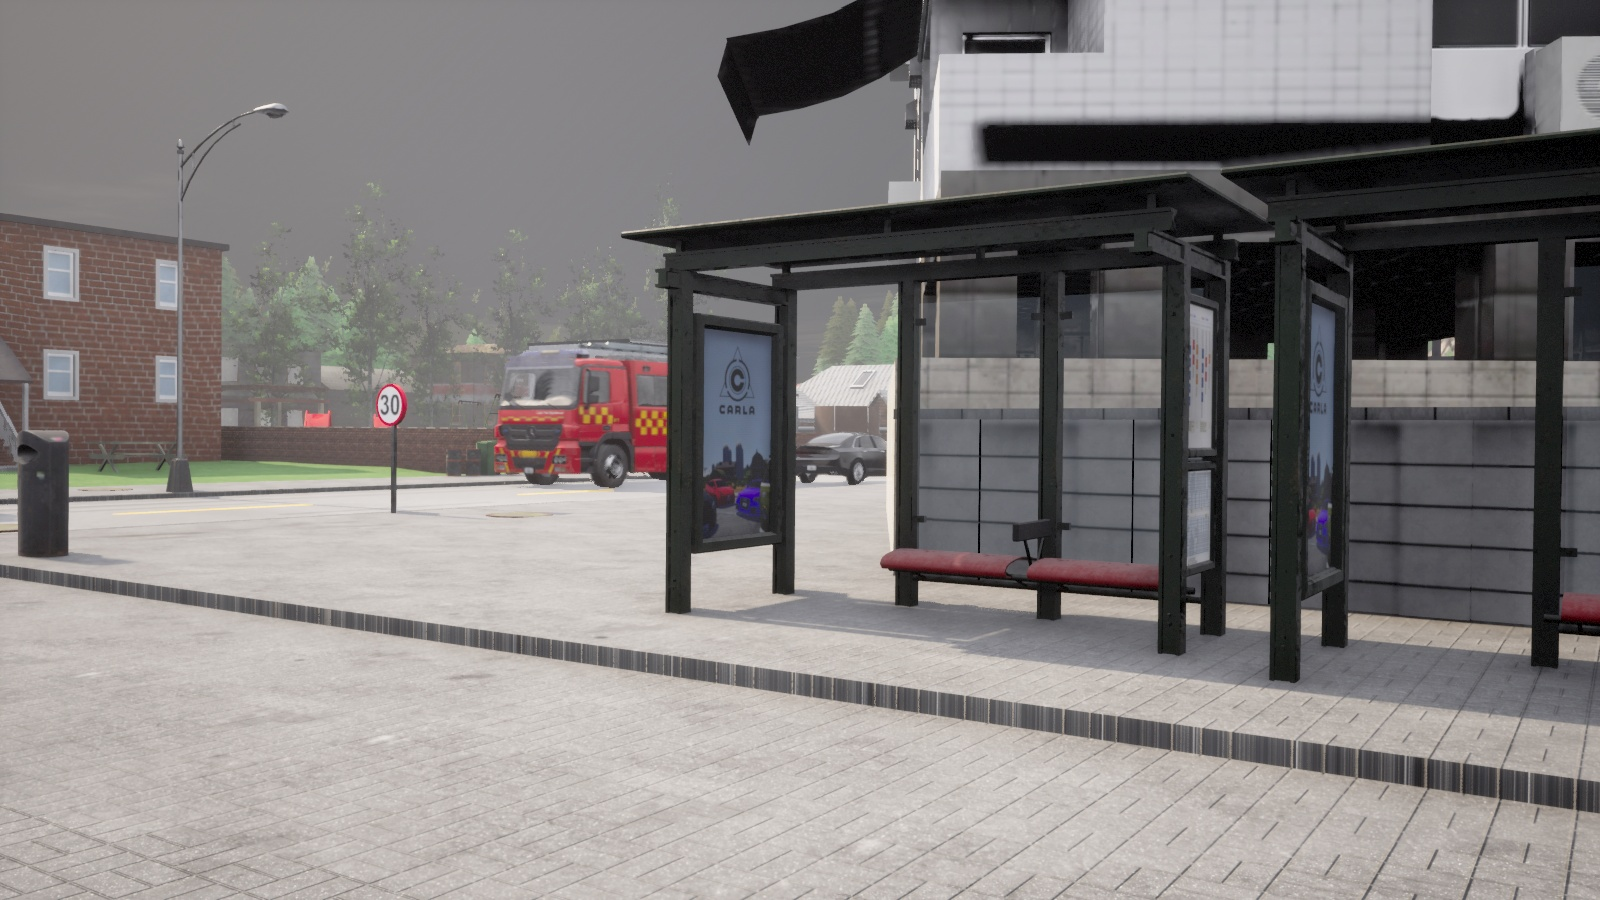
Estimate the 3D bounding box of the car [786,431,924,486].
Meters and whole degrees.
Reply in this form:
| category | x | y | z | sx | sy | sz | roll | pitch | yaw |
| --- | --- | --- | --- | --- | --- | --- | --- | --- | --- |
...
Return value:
| category | x | y | z | sx | sy | sz | roll | pitch | yaw |
| --- | --- | --- | --- | --- | --- | --- | --- | --- | --- |
| car | 1.716 | 0.210 | 37.440 | 1.837 | 1.490 | 4.892 | 0 | 1 | 34 |

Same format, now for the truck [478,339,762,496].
| category | x | y | z | sx | sy | sz | roll | pitch | yaw |
| --- | --- | --- | --- | --- | --- | --- | --- | --- | --- |
| truck | -4.709 | -0.868 | 34.990 | 2.891 | 3.827 | 8.468 | 0 | 1 | 34 |
